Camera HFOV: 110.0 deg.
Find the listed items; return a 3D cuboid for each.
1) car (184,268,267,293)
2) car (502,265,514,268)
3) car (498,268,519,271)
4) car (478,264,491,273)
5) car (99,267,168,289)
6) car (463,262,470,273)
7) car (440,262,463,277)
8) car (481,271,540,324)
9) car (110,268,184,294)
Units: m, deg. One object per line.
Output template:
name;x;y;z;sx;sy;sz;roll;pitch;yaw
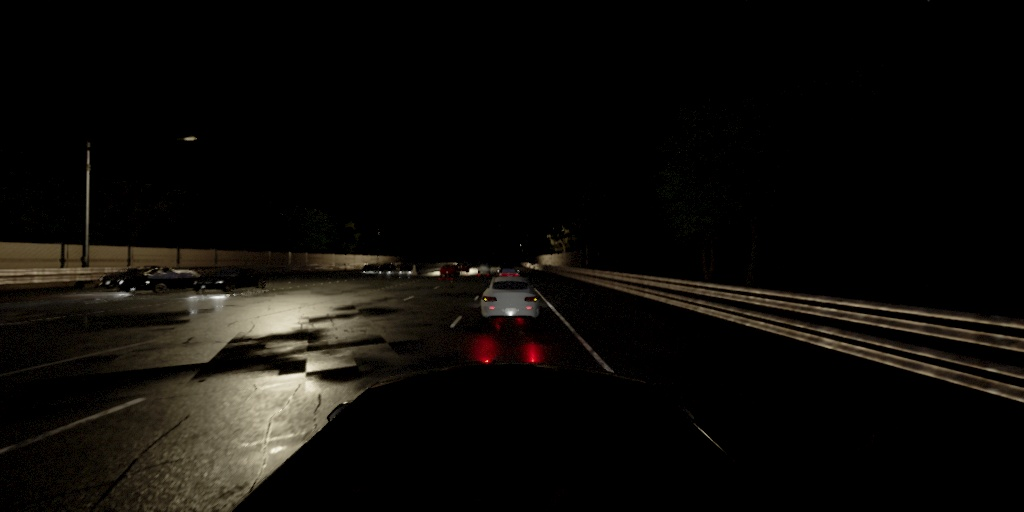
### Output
car;-17.660;1.506;22.771;1.812;1.442;4.674;0;-1;-1
car;-0.305;1.671;30.549;1.994;1.385;4.181;0;-1;-1
car;-0.154;1.588;21.220;1.895;1.301;4.718;0;-1;-1
car;-4.315;1.962;56.205;1.812;1.442;4.674;0;-1;-2
car;-24.680;1.467;24.287;1.837;1.490;4.892;2;-2;-1
car;-7.827;1.787;56.551;2.097;1.767;4.553;0;-1;-2
car;-7.502;1.746;43.721;1.882;1.535;5.008;0;-1;-1
car;-0.057;1.401;12.425;1.812;1.442;4.674;0;-1;0
car;-21.147;1.568;22.171;1.895;1.301;4.718;0;-1;-1
